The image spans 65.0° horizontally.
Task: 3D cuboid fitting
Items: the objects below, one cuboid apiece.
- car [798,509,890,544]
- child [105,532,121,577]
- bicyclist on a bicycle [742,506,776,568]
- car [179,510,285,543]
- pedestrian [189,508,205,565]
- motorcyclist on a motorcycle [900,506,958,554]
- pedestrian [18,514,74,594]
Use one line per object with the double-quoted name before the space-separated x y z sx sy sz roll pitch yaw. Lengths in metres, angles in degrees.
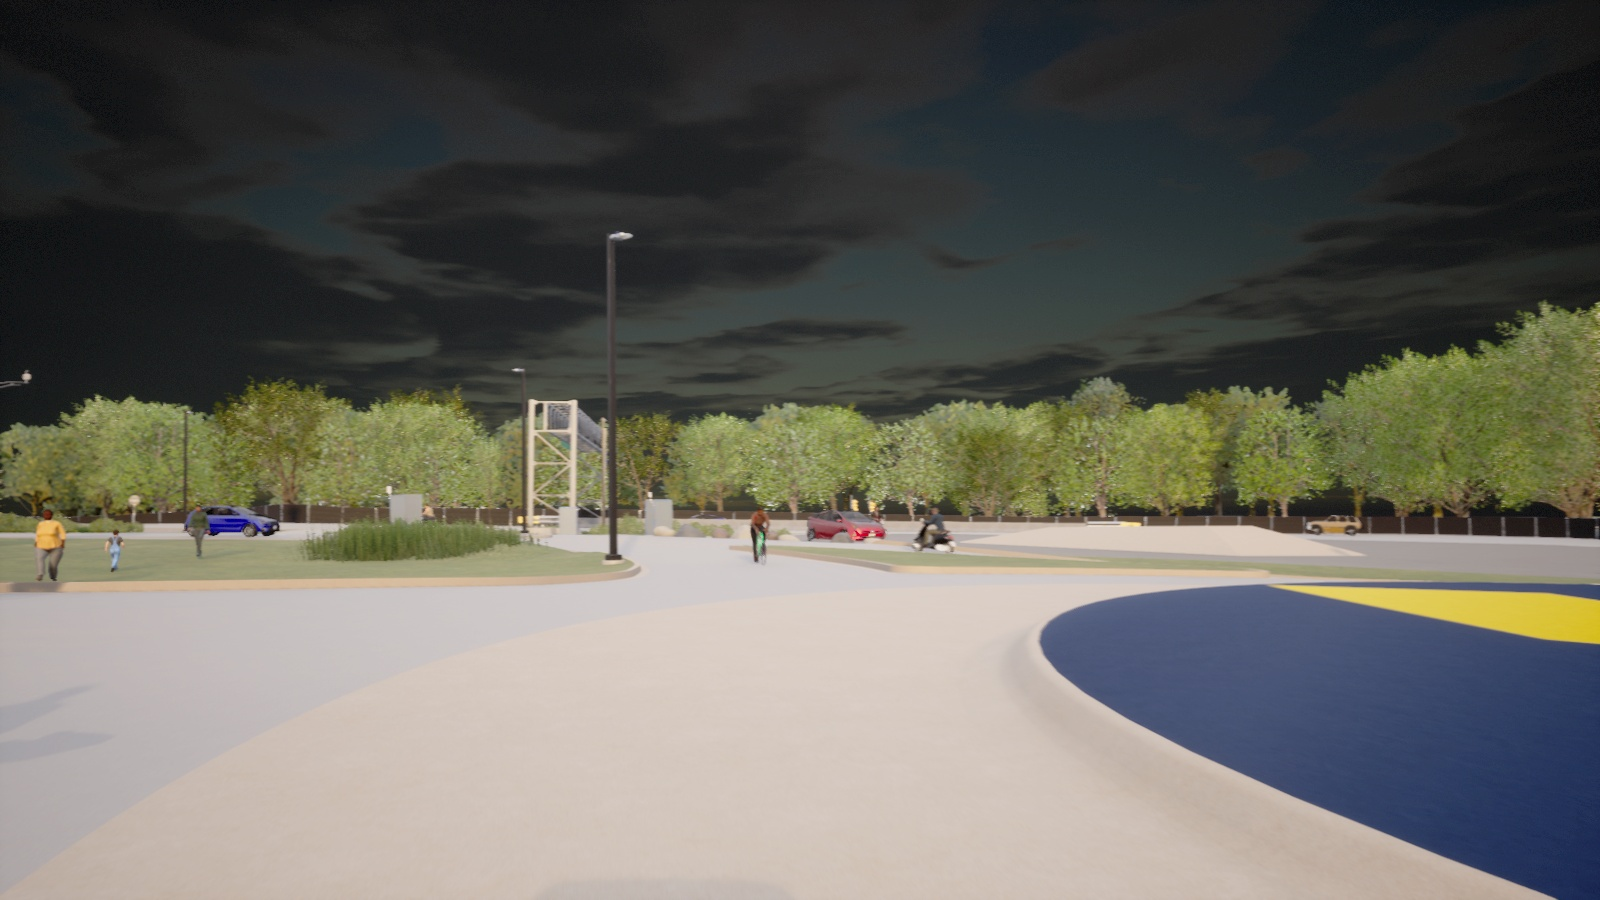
"car" 1.911 3.395 56.081 2.007 1.525 4.514 2 -4 -30
"child" -19.841 3.010 36.289 0.270 1.263 0.437 -1 -3 -8
"bicyclist on a bicycle" -1.146 2.373 34.494 0.582 1.620 1.656 -1 -2 -13
"car" -26.784 3.604 59.270 4.193 1.474 1.816 -1 -2 6
"pedestrian" -19.872 2.853 41.392 0.353 1.847 0.614 -1 -3 -11
"motorcyclist on a motorcycle" 4.417 2.734 43.146 1.817 1.590 0.866 -1 -3 45
"pedestrian" -17.943 2.462 29.895 0.874 1.855 0.900 -1 -3 -11
